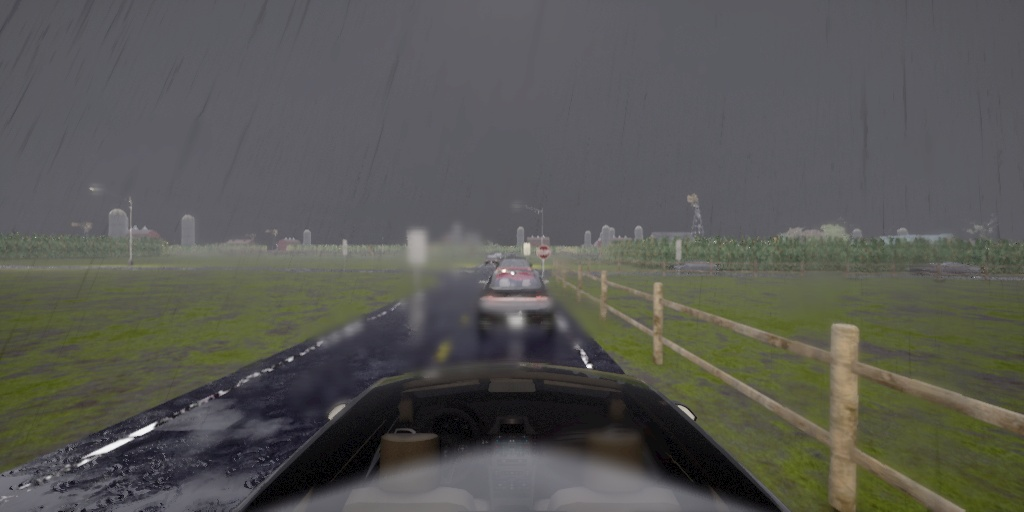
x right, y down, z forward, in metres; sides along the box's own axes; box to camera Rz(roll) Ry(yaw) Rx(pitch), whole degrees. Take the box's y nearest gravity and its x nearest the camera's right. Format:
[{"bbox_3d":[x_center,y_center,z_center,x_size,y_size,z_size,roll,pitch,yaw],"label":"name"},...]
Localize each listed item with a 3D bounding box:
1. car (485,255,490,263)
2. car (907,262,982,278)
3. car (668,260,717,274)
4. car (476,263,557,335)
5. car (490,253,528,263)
[{"bbox_3d":[-2.815,0.502,51.233,2.033,1.411,5.357,0,1,0],"label":"car"},{"bbox_3d":[41.626,1.309,34.561,5.357,1.411,2.033,1,0,1],"label":"car"},{"bbox_3d":[17.426,1.030,34.692,4.181,1.385,1.994,1,0,0],"label":"car"},{"bbox_3d":[0.103,1.114,9.975,2.128,1.511,4.902,0,1,0],"label":"car"},{"bbox_3d":[0.107,0.817,19.897,2.097,1.767,4.553,0,1,0],"label":"car"}]
